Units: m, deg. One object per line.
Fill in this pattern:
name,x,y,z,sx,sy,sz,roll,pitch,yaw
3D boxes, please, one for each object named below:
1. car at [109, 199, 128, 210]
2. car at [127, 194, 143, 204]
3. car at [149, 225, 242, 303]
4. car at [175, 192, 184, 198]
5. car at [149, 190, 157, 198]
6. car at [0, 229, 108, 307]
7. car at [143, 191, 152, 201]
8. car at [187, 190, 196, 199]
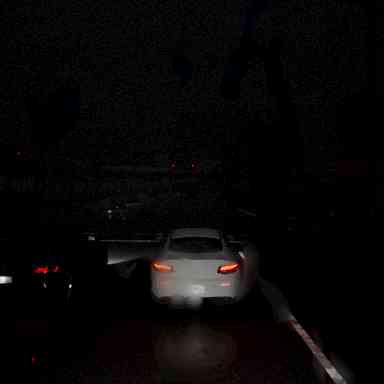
car,-9.608,1.568,42.379,1.895,1.301,4.718,0,0,-15
car,-10.604,1.381,59.836,1.994,1.385,4.181,0,1,0
car,0.077,1.526,8.090,1.812,1.442,4.674,0,0,0
car,-3.545,0.884,87.192,1.812,1.442,4.674,0,1,0
car,-10.545,0.578,87.266,2.150,2.045,5.566,0,1,0
car,-3.423,1.564,8.043,1.994,1.385,4.181,0,0,0
car,-10.537,1.122,72.522,1.882,1.535,5.008,0,1,0
car,-0.044,0.617,85.618,2.150,2.045,5.566,0,1,0
